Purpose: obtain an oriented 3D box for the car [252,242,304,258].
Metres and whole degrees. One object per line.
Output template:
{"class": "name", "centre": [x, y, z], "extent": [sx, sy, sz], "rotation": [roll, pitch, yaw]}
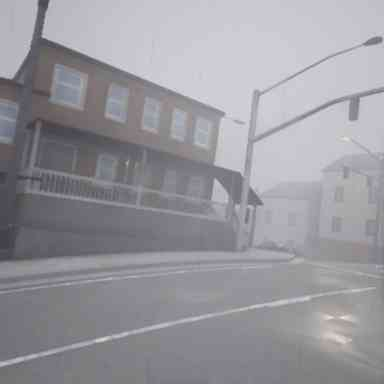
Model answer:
{"class": "car", "centre": [6.853, 4.806, 27.215], "extent": [1.812, 1.442, 4.674], "rotation": [11, -15, -35]}
